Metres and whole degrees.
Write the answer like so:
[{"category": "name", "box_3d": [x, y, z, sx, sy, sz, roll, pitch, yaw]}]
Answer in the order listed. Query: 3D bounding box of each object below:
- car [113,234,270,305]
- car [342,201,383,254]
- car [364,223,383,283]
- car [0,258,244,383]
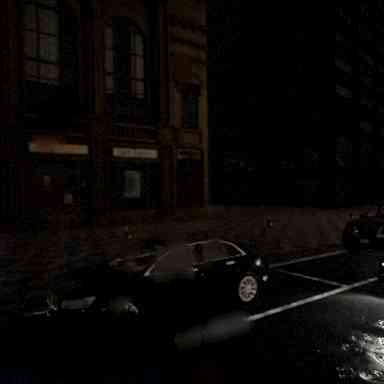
[{"category": "car", "box_3d": [-0.403, 1.531, 6.373, 4.403, 1.369, 2.008, 0, -1, -36]}, {"category": "car", "box_3d": [7.549, 1.232, 12.052, 5.009, 1.841, 2.192, 0, 0, -36]}, {"category": "car", "box_3d": [6.641, 1.483, 8.110, 5.357, 1.411, 2.033, 0, 0, -36]}, {"category": "car", "box_3d": [-2.392, 1.555, 1.670, 5.357, 1.411, 2.033, 0, 0, -36]}]
